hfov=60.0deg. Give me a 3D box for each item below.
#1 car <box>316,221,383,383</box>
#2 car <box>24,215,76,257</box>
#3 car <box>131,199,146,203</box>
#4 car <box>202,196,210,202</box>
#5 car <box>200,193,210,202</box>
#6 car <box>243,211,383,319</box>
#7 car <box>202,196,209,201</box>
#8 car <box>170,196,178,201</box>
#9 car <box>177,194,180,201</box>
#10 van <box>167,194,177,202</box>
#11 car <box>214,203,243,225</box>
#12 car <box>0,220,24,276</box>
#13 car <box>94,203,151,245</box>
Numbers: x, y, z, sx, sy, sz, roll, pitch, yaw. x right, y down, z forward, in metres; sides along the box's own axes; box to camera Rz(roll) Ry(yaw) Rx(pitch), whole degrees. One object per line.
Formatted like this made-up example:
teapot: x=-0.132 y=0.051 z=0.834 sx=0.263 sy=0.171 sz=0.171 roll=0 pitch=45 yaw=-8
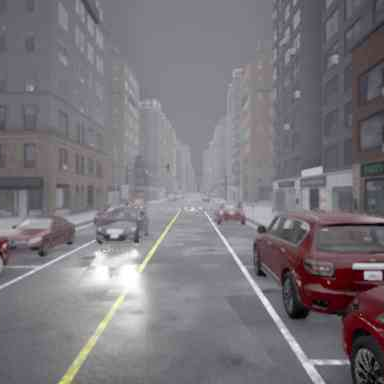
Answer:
car: x=2.670 y=1.315 z=1.639 sx=2.192 sy=1.841 sz=5.009 roll=0 pitch=0 yaw=0
car: x=-5.855 y=1.586 z=12.965 sx=1.802 sy=1.307 sz=4.206 roll=0 pitch=0 yaw=0
car: x=-5.852 y=1.501 z=35.581 sx=1.967 sy=1.590 sz=4.097 roll=0 pitch=0 yaw=0
car: x=3.477 y=1.787 z=84.807 sx=1.947 sy=1.339 sz=4.313 roll=0 pitch=0 yaw=1
car: x=3.355 y=1.641 z=79.284 sx=1.967 sy=1.590 sz=4.097 roll=0 pitch=0 yaw=1
car: x=2.670 y=1.315 z=7.297 sx=2.192 sy=1.841 sz=5.009 roll=0 pitch=0 yaw=0
car: x=3.599 y=1.824 z=90.330 sx=1.802 sy=1.307 sz=4.206 roll=0 pitch=0 yaw=1
car: x=-4.925 y=1.809 z=90.511 sx=1.947 sy=1.339 sz=4.313 roll=0 pitch=0 yaw=1
car: x=-5.047 y=1.537 z=84.989 sx=2.192 sy=1.841 sz=5.009 roll=0 pitch=0 yaw=1
van: x=-5.169 y=1.542 z=79.467 sx=1.690 sy=1.788 sz=3.998 roll=0 pitch=0 yaw=1
car: x=2.671 y=1.469 z=24.262 sx=1.967 sy=1.590 sz=4.097 roll=0 pitch=0 yaw=0
car: x=-5.855 y=1.545 z=7.310 sx=1.887 sy=1.381 sz=4.507 roll=0 pitch=0 yaw=0
car: x=-3.099 y=1.500 z=15.764 sx=2.128 sy=1.511 sz=4.902 roll=0 pitch=0 yaw=0
